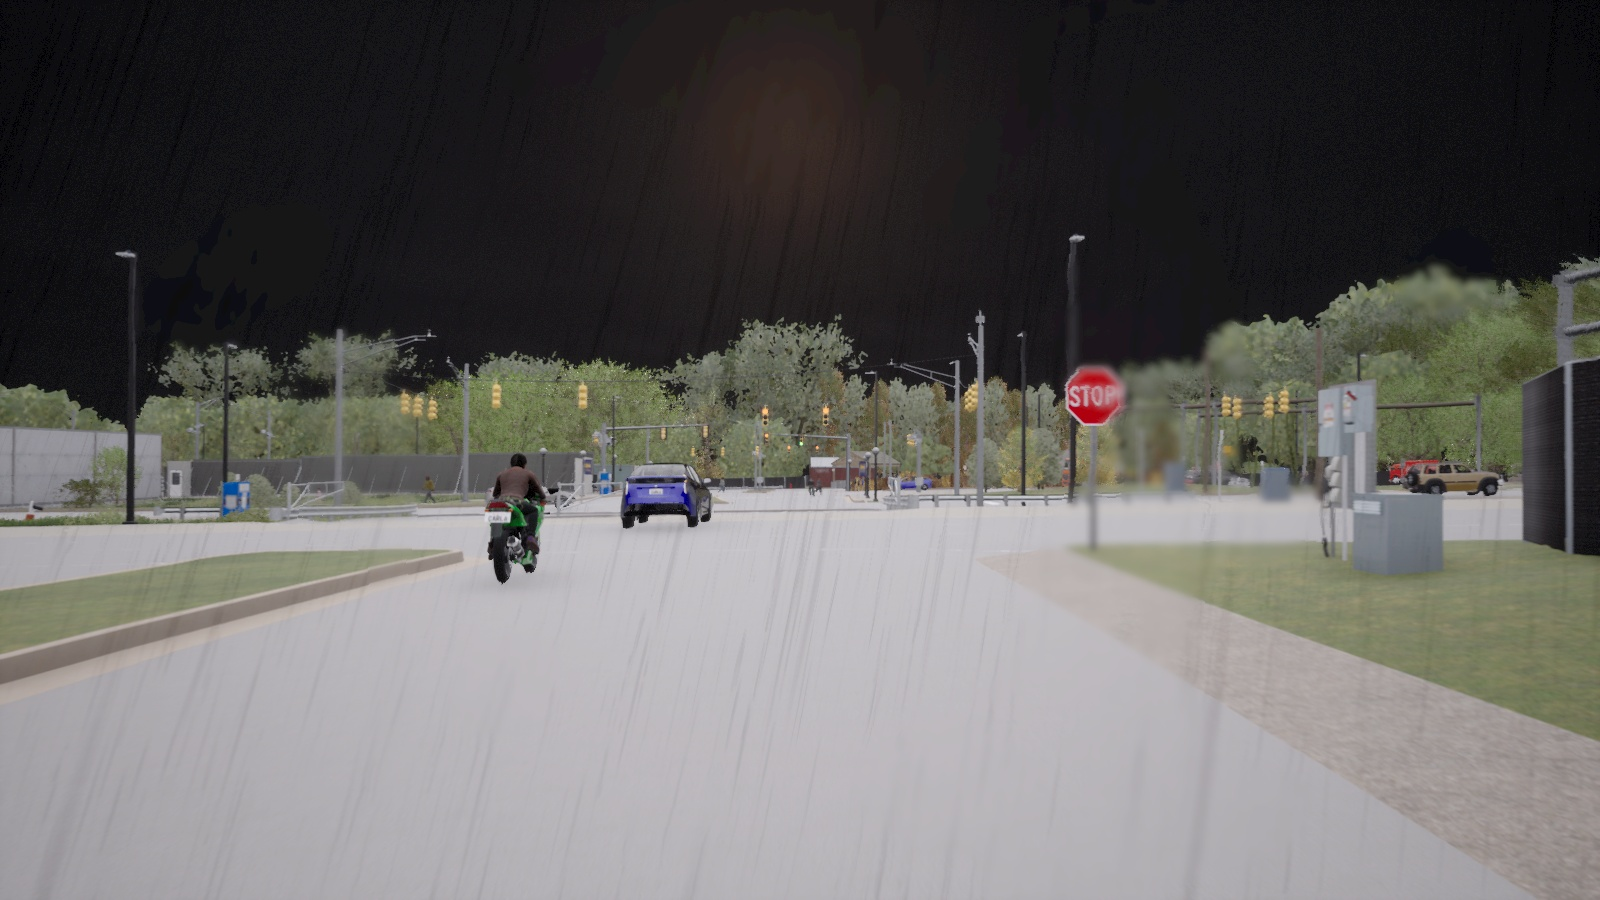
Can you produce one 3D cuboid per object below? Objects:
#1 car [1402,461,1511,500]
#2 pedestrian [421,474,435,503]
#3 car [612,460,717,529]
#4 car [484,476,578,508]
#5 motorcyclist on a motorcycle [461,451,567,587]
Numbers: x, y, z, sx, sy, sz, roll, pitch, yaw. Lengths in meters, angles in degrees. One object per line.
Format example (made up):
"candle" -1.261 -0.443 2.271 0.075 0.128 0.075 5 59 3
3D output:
"car" 33.957 1.555 65.042 4.605 1.855 1.932 -1 -1 0
"pedestrian" -23.094 2.394 78.027 0.726 1.835 0.370 1 -1 -42
"car" -3.247 1.040 30.939 2.007 1.525 4.514 -1 -1 1
"car" -14.995 2.346 70.273 5.027 1.651 2.152 -1 -1 -9
"motorcyclist on a motorcycle" -3.397 0.795 15.117 0.797 1.523 2.044 0 -1 0
